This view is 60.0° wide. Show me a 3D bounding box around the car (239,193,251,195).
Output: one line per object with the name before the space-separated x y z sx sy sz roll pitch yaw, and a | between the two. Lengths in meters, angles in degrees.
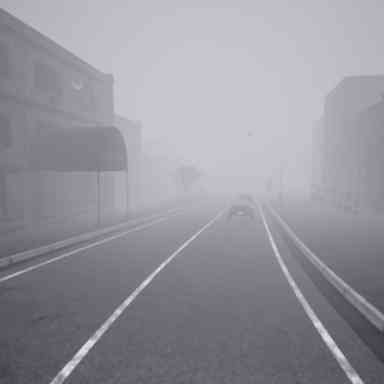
car | 6.646 0.823 41.405 1.882 1.535 5.008 1 2 10

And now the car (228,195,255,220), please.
car | 3.726 1.241 25.112 1.812 1.442 4.674 1 1 10
